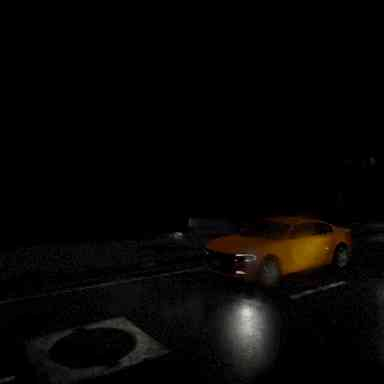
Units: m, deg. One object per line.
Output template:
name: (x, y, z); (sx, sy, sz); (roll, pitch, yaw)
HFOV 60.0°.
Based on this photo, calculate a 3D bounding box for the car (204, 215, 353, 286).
car: (2.629, 1.467, 9.555); (5.008, 1.535, 1.882); (0, 0, -35)
